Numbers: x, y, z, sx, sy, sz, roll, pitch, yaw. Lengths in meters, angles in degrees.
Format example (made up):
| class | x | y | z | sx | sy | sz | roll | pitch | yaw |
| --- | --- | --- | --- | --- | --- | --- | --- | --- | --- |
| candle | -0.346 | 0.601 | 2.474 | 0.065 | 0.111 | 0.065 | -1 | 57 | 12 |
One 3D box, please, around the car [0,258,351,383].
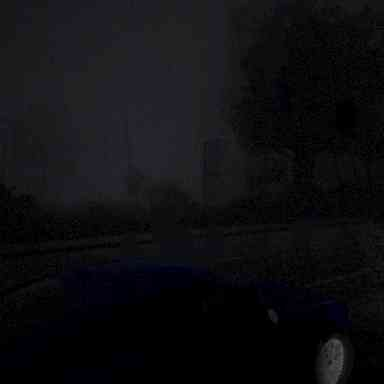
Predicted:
| class | x | y | z | sx | sy | sz | roll | pitch | yaw |
| --- | --- | --- | --- | --- | --- | --- | --- | --- | --- |
| car | -0.317 | 1.475 | 3.481 | 5.008 | 1.535 | 1.882 | 0 | 0 | -35 |
